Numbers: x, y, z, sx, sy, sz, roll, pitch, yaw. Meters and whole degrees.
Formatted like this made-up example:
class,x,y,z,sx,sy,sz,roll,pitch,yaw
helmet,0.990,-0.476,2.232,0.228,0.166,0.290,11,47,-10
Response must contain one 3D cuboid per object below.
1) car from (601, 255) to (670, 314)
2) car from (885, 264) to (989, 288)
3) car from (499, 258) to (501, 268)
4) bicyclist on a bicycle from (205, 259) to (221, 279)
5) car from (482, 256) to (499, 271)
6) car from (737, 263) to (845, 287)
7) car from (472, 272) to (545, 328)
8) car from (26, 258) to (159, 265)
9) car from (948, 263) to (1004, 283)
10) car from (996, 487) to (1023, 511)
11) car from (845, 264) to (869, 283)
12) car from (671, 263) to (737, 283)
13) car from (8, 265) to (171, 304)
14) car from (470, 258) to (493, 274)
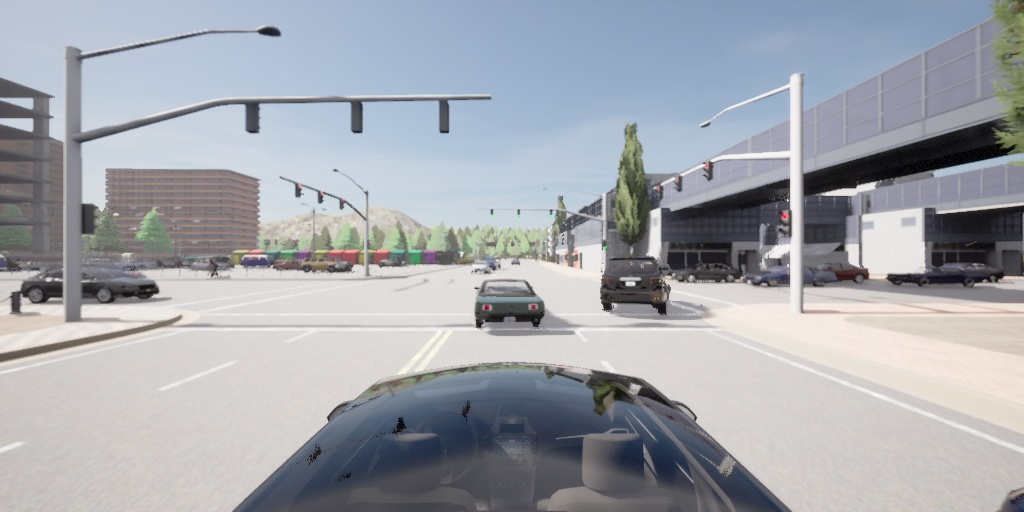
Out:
class,x,y,z,sx,sy,sz,roll,pitch,yaw
car,4.921,0.993,14.178,2.150,2.045,5.566,-1,0,23
car,28.113,1.386,23.973,4.718,1.301,1.895,0,0,0
car,-3.126,1.066,62.612,2.150,2.045,5.566,0,0,1
bicyclist on a bicycle,-25.464,1.096,30.515,0.582,1.620,1.656,0,0,0
car,-3.479,1.050,52.108,2.150,2.045,5.566,0,0,2
car,18.530,1.333,24.009,5.357,1.411,2.033,0,0,0
car,-0.271,1.366,11.514,1.895,1.301,4.718,0,0,-6
car,-22.673,1.129,19.541,4.553,1.767,2.097,0,0,0
car,34.355,1.283,27.442,4.902,1.511,2.128,0,0,0
car,3.599,1.312,0.138,1.994,1.385,4.181,0,0,0
car,24.309,1.269,27.488,5.008,1.535,1.882,0,0,0
car,14.822,1.296,27.522,4.892,1.490,1.837,0,0,0
car,-18.713,1.277,16.051,4.892,1.490,1.837,0,0,0
car,-3.699,1.339,42.262,1.812,1.442,4.674,0,0,3
